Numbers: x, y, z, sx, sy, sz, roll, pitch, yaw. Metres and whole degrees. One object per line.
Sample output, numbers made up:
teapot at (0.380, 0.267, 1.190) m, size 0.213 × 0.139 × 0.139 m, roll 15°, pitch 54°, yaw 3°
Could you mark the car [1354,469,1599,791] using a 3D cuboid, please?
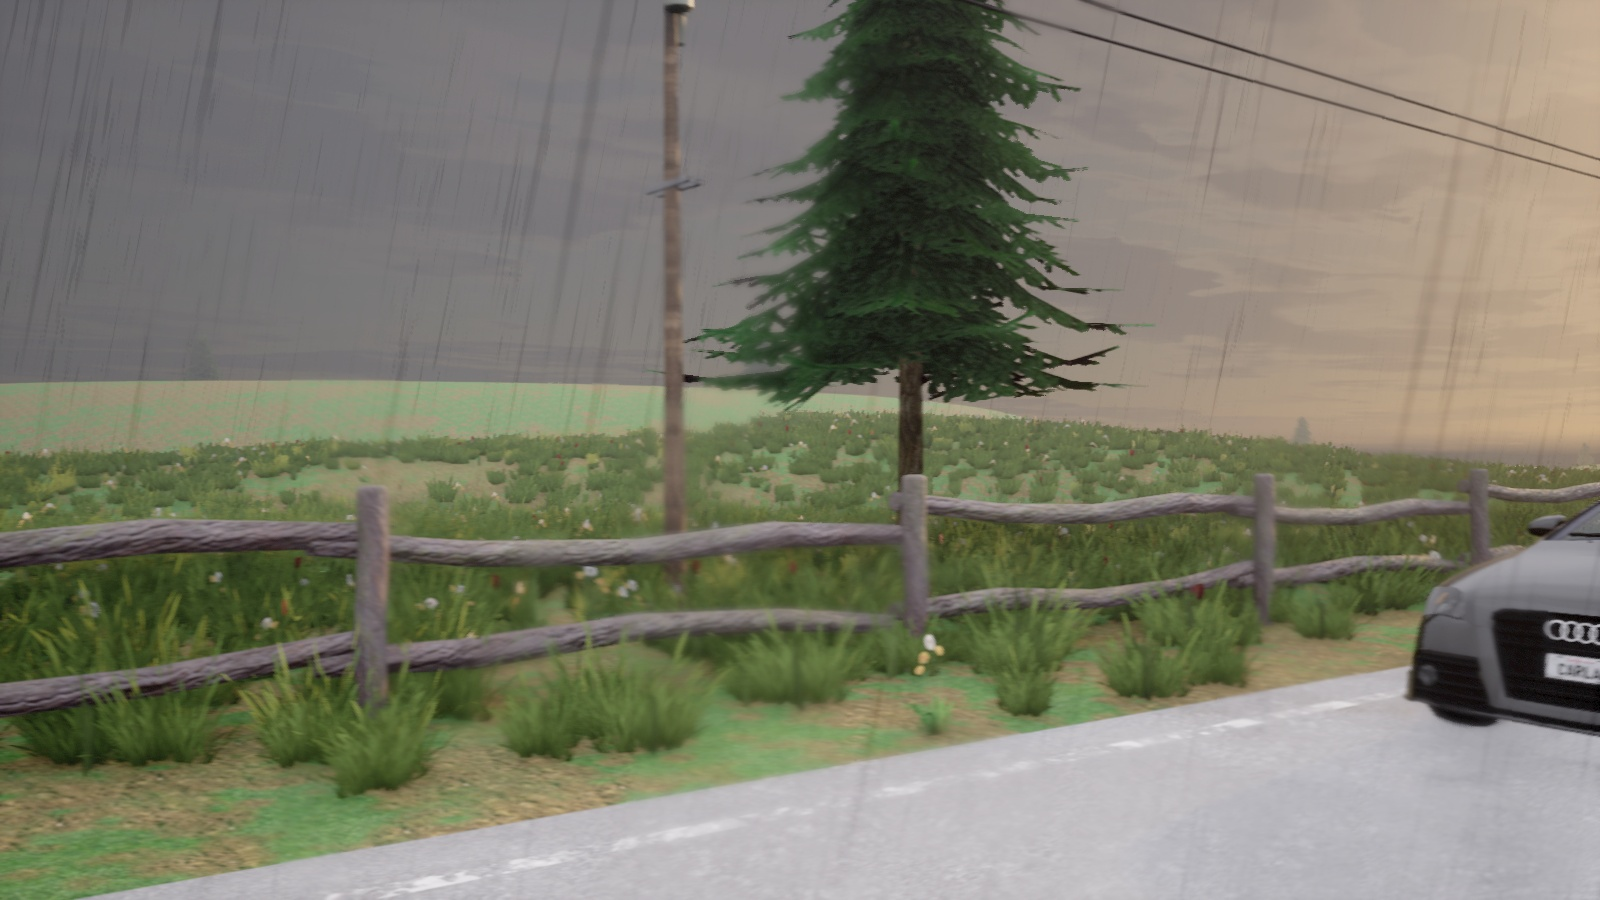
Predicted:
car at (5.156, 0.815, 6.882) m, size 4.181 × 1.385 × 1.994 m, roll 0°, pitch 0°, yaw -35°
